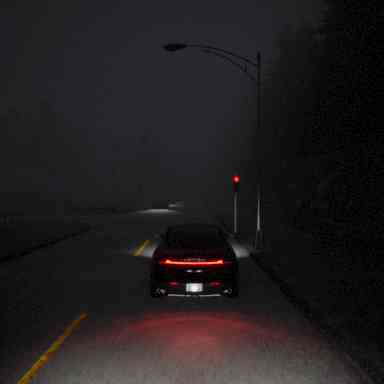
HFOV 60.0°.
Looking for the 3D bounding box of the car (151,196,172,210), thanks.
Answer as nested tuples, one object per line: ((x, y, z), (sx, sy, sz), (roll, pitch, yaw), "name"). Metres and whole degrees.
((-4.084, 1.563, 42.978), (1.994, 1.385, 4.181), (0, 0, 0), "car")

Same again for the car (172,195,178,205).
((-4.065, 1.563, 57.952), (1.994, 1.385, 4.181), (0, 0, 0), "car")

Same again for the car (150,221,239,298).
((0.061, 1.505, 8.523), (1.837, 1.490, 4.892), (0, 0, 0), "car")
